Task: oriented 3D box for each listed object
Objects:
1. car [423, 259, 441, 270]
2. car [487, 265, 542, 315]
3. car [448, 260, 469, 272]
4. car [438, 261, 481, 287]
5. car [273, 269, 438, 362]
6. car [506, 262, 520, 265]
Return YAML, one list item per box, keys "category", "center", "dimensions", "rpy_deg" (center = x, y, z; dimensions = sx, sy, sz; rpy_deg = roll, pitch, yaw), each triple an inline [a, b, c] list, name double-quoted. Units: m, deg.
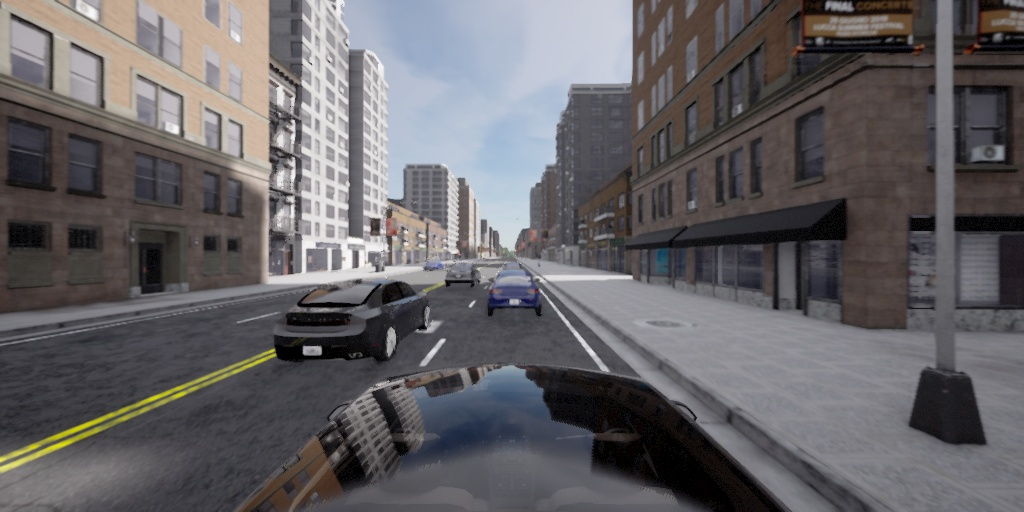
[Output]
- category: "car"
  center: [-9.831, 1.161, 45.236]
  dimensions: [1.812, 1.442, 4.674]
  rpy_deg: [0, 0, 0]
- category: "car"
  center: [0.084, 1.243, 13.342]
  dimensions: [1.812, 1.442, 4.674]
  rpy_deg: [0, 0, 0]
- category: "car"
  center: [-6.585, 1.239, 44.387]
  dimensions: [1.895, 1.301, 4.718]
  rpy_deg: [0, 0, 0]
- category: "car"
  center: [-3.182, 1.238, 23.865]
  dimensions: [2.033, 1.411, 5.357]
  rpy_deg: [0, 0, 0]
- category: "car"
  center: [-3.187, 1.239, 8.162]
  dimensions: [1.837, 1.490, 4.892]
  rpy_deg: [0, 1, 0]
- category: "car"
  center: [0.094, 1.236, 31.140]
  dimensions: [1.994, 1.385, 4.181]
  rpy_deg: [0, 0, 0]
